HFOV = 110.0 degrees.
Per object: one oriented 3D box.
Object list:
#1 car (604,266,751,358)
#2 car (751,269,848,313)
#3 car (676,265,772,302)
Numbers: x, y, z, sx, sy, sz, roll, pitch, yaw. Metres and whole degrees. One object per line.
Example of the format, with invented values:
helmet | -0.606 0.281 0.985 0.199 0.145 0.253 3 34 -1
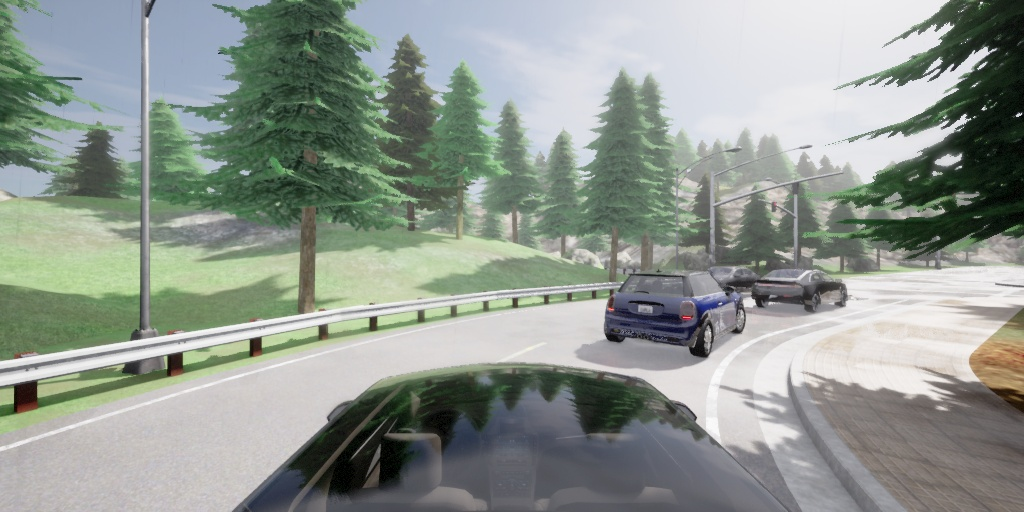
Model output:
car | 4.176 1.109 8.893 2.097 1.767 4.553 0 0 43
car | 11.363 1.256 14.096 4.902 1.511 2.128 0 0 -32
car | 10.652 1.262 17.936 4.902 1.511 2.128 0 0 -32
